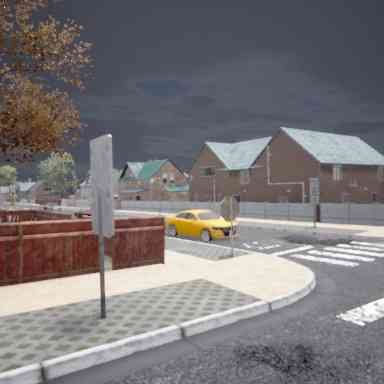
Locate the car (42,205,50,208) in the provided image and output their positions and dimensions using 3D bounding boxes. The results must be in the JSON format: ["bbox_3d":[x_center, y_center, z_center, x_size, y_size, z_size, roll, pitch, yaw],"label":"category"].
[{"bbox_3d":[-19.560,2.080,46.283,2.128,1.511,4.902,-2,0,-36],"label":"car"}]

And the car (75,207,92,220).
[{"bbox_3d":[-9.994,2.170,32.921,1.895,1.301,4.718,-2,0,-36],"label":"car"}]

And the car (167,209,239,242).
[{"bbox_3d":[0.471,1.745,18.447,1.882,1.535,5.008,-2,0,-36],"label":"car"}]
